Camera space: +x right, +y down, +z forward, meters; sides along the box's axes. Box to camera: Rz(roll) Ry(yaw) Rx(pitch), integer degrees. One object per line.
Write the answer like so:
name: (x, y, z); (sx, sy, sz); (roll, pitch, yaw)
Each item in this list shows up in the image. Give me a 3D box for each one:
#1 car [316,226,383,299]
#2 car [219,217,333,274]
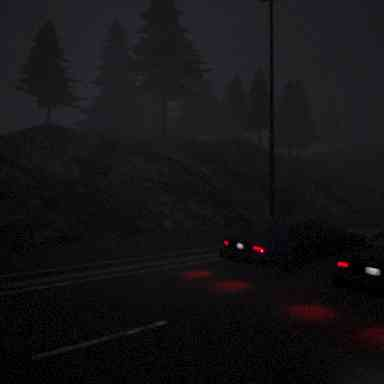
car: (5.376, 1.489, 7.583); (5.357, 1.411, 2.033); (0, 0, -35)
car: (3.346, 1.489, 10.434); (5.357, 1.411, 2.033); (0, 0, -35)
